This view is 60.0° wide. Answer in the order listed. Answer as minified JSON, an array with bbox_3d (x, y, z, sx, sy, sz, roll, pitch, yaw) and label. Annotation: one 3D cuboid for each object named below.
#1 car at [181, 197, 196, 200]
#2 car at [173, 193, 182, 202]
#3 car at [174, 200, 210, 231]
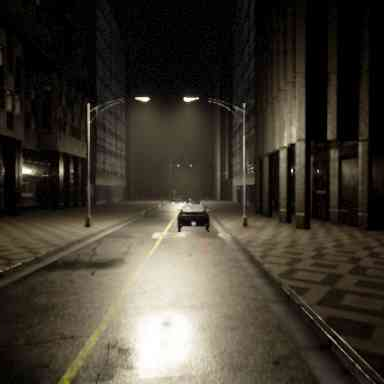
[{"bbox_3d":[0.093,1.522,36.684,2.033,1.411,5.357,0,0,0],"label":"car"},{"bbox_3d":[-3.015,1.486,72.193,1.837,1.490,4.892,0,0,0],"label":"car"},{"bbox_3d":[0.091,1.480,20.426,2.128,1.511,4.902,0,0,0],"label":"car"}]
